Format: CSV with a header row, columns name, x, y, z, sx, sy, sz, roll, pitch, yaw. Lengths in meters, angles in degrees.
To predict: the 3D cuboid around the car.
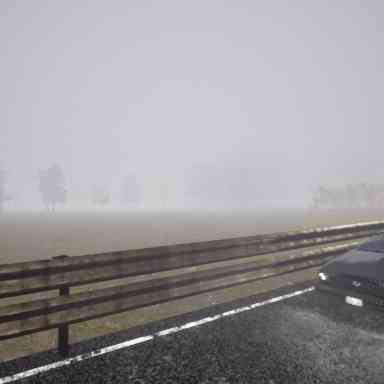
name,x,y,z,sx,sy,sz,roll,pitch,yaw
car,5.004,1.551,7.496,5.357,1.411,2.033,0,0,-37
